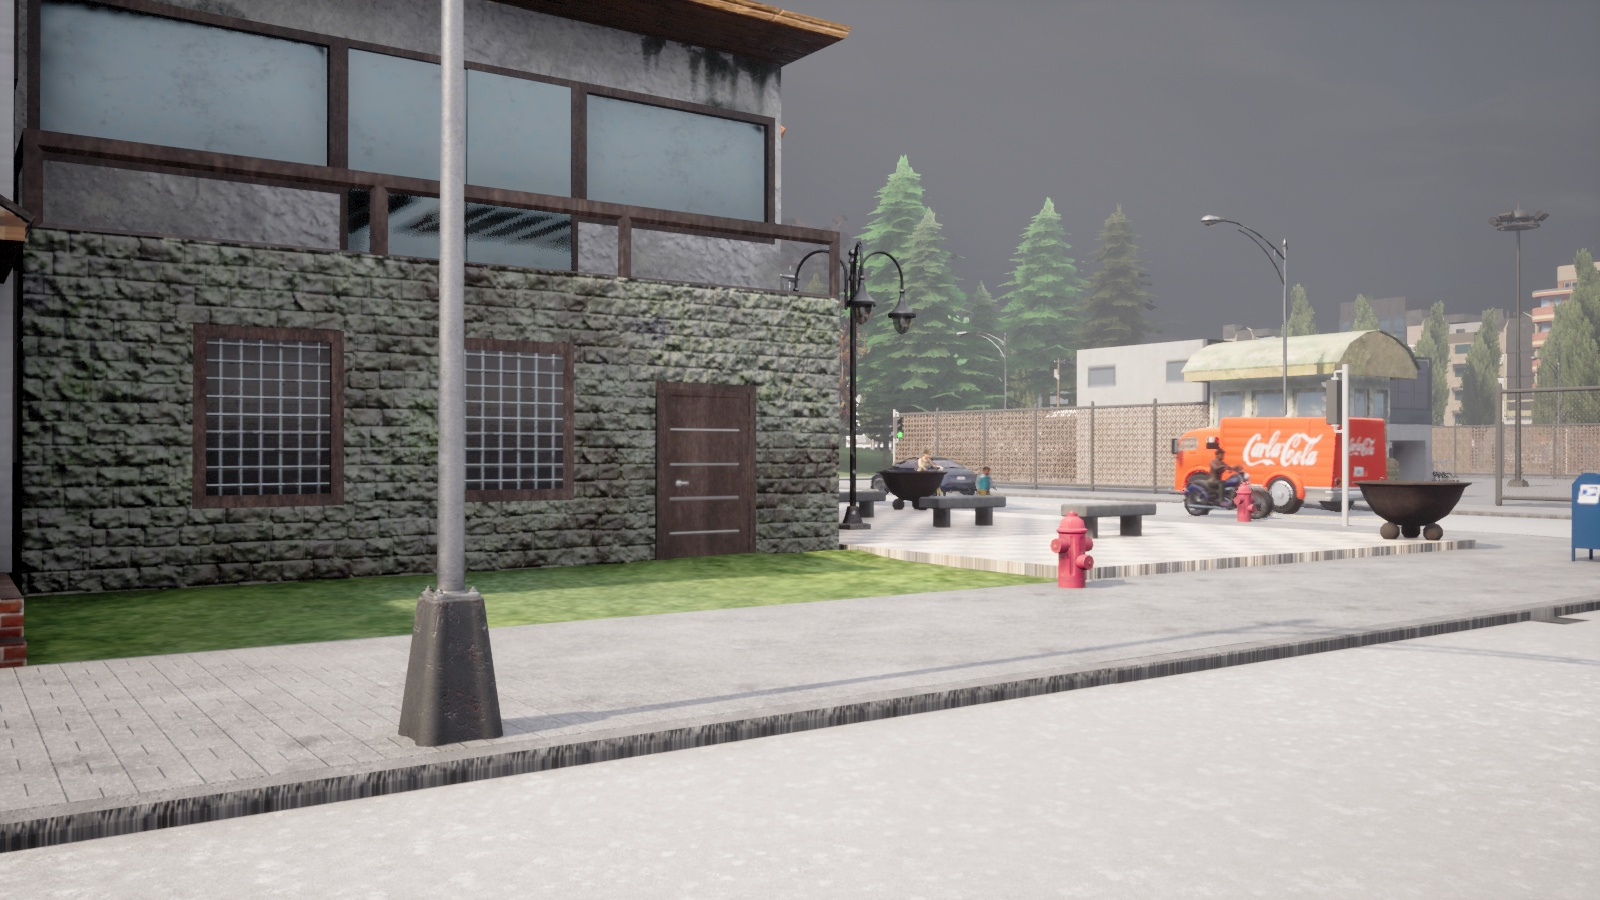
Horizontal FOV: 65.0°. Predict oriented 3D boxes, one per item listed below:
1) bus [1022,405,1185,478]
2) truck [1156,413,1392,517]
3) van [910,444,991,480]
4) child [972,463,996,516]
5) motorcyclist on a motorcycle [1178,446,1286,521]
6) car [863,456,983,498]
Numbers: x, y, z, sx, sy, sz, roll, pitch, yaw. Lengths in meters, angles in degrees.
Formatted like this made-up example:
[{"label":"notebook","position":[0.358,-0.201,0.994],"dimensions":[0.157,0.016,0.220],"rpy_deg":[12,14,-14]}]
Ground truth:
[{"label":"bus","position":[18.819,-0.482,77.448],"dimensions":[10.273,4.253,3.944],"rpy_deg":[0,0,-35]},{"label":"truck","position":[12.243,0.326,32.808],"dimensions":[2.627,2.467,5.204],"rpy_deg":[0,1,-33]},{"label":"van","position":[8.448,0.651,70.230],"dimensions":[4.442,1.987,1.775],"rpy_deg":[0,0,-35]},{"label":"child","position":[4.193,0.896,28.614],"dimensions":[0.343,1.192,0.448],"rpy_deg":[0,0,-36]},{"label":"motorcyclist on a motorcycle","position":[9.987,0.745,29.120],"dimensions":[0.766,1.649,2.350],"rpy_deg":[0,0,-35]},{"label":"car","position":[4.294,0.908,44.301],"dimensions":[1.994,1.385,4.181],"rpy_deg":[0,0,-34]}]
